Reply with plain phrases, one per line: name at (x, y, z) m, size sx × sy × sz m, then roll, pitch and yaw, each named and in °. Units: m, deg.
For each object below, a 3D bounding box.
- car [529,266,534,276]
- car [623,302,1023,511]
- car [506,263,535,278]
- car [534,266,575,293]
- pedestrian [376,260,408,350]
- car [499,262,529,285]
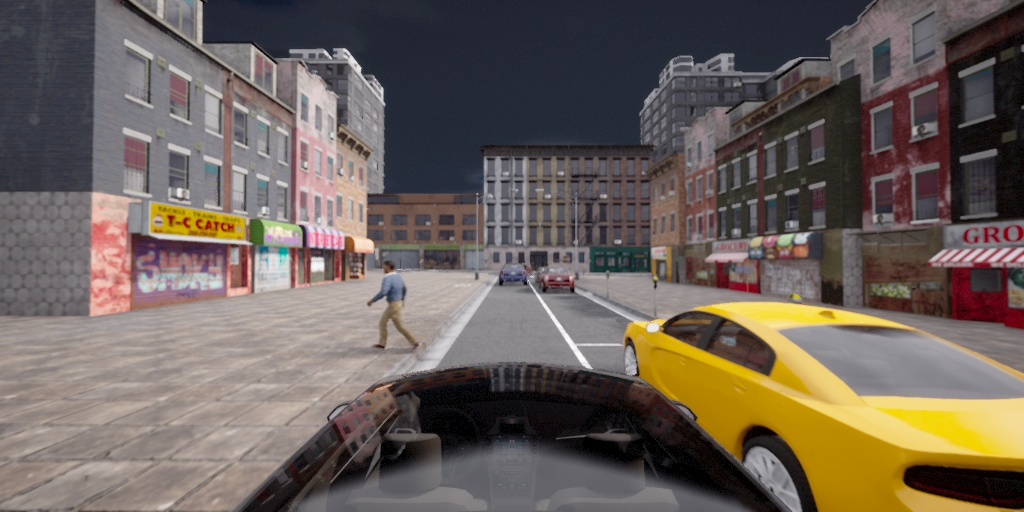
car at (2.659, 1.472, 27.635) m, size 2.007 × 1.370 × 4.403 m, roll 0°, pitch 0°, yaw 0°
car at (2.750, 1.242, 3.952) m, size 1.882 × 1.535 × 5.008 m, roll 0°, pitch 0°, yaw 0°
car at (1.022, 1.539, 39.707) m, size 1.812 × 1.442 × 4.674 m, roll -1°, pitch -1°, yaw 21°
car at (2.654, 1.323, 22.131) m, size 1.967 × 1.591 × 4.097 m, roll 0°, pitch 0°, yaw 0°
pedestrian at (-2.319, 0.925, 6.973) m, size 0.375 × 1.860 × 0.375 m, roll 0°, pitch -1°, yaw 0°
car at (0.095, 1.274, 27.815) m, size 2.097 × 1.767 × 4.553 m, roll 0°, pitch 0°, yaw 0°
